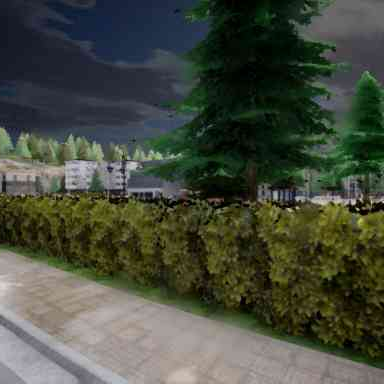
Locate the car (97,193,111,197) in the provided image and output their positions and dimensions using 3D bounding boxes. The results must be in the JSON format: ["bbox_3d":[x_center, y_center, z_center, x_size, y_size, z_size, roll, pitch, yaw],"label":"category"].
[{"bbox_3d":[-16.701,1.097,68.943,1.932,1.855,4.605,0,0,43],"label":"car"}]

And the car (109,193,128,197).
[{"bbox_3d":[-10.572,1.384,52.725,1.970,1.475,3.806,0,0,43],"label":"car"}]

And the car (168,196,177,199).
[{"bbox_3d":[-3.305,1.373,56.063,1.845,1.501,3.633,0,0,43],"label":"car"}]

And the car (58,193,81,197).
[{"bbox_3d":[-28.382,1.153,79.442,2.152,1.636,5.027,0,0,43],"label":"car"}]

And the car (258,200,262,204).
[{"bbox_3d":[9.644,1.352,44.205,2.097,1.767,4.553,0,0,43],"label":"car"}]
